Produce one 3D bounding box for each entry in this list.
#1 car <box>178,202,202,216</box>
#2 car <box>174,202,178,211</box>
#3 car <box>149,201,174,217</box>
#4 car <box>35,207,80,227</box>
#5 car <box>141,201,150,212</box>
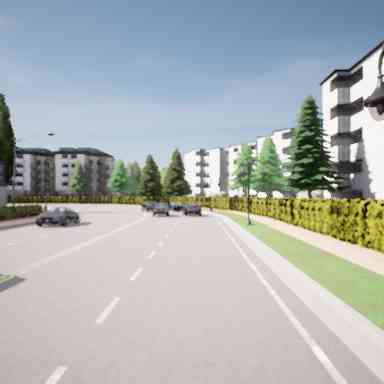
[{"bbox_3d":[-0.071,1.916,37.468,2.128,1.511,4.902,0,-1,-7],"label":"car"},{"bbox_3d":[-2.288,2.138,47.496,1.895,1.301,4.718,0,-1,-19],"label":"car"},{"bbox_3d":[-3.475,1.964,36.872,2.033,1.411,5.357,0,-1,-6],"label":"car"},{"bbox_3d":[-10.038,1.844,25.137,1.994,1.385,4.181,0,-1,2],"label":"car"},{"bbox_3d":[-5.939,2.023,47.210,2.128,1.511,4.902,0,-1,-21],"label":"car"}]
